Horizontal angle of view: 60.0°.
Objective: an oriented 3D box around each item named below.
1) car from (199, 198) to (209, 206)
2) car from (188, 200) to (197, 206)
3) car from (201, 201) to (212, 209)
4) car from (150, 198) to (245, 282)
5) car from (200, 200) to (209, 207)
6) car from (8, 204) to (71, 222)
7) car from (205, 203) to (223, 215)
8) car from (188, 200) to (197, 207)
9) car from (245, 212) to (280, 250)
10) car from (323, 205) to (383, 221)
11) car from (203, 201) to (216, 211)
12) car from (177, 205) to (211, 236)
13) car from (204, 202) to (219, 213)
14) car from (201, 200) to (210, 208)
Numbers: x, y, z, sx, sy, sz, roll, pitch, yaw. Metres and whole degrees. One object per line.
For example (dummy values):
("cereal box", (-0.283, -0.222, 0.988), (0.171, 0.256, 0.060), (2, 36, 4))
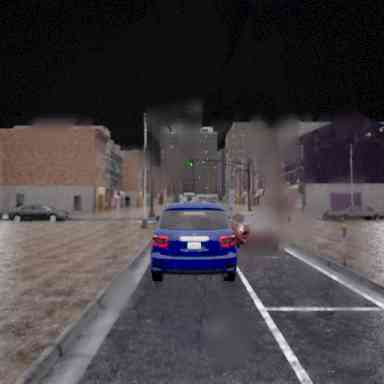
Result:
("car", (2.752, 2.484, 80.101), (2.192, 1.841, 5.009), (1, -1, 0))
("car", (0.096, 2.745, 82.705), (2.128, 1.511, 4.902), (0, -1, 0))
("car", (2.728, 2.426, 63.785), (1.947, 1.339, 4.313), (1, -1, 0))
("car", (0.037, 1.326, 10.181), (2.150, 2.045, 5.566), (0, -1, 0))
("car", (2.741, 2.591, 74.829), (1.752, 1.417, 4.829), (1, -1, 0))
("car", (-12.489, 1.783, 27.370), (4.892, 1.490, 1.837), (0, -2, 1))
("car", (2.704, 2.066, 42.039), (1.947, 1.339, 4.313), (1, -1, 0))
("car", (0.086, 2.550, 72.722), (1.812, 1.442, 4.674), (0, -1, 0))
("car", (2.680, 1.601, 15.295), (1.967, 1.590, 4.097), (2, -1, 0))
("car", (14.749, 1.896, 30.073), (5.357, 1.411, 2.033), (0, -2, 3))
("car", (2.718, 2.199, 53.081), (1.752, 1.417, 4.829), (1, -1, 0))
("car", (0.111, 1.694, 21.260), (1.882, 1.535, 5.008), (0, 0, 0))
("car", (2.710, 2.149, 47.475), (1.947, 1.339, 4.313), (1, -1, 0))
("car", (2.735, 2.489, 69.392), (1.752, 1.417, 4.829), (1, -1, 0))
